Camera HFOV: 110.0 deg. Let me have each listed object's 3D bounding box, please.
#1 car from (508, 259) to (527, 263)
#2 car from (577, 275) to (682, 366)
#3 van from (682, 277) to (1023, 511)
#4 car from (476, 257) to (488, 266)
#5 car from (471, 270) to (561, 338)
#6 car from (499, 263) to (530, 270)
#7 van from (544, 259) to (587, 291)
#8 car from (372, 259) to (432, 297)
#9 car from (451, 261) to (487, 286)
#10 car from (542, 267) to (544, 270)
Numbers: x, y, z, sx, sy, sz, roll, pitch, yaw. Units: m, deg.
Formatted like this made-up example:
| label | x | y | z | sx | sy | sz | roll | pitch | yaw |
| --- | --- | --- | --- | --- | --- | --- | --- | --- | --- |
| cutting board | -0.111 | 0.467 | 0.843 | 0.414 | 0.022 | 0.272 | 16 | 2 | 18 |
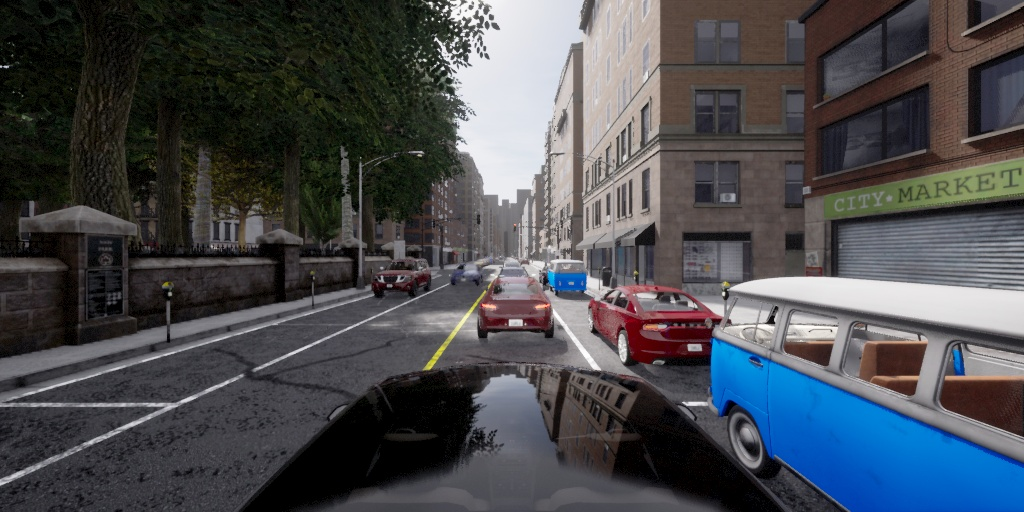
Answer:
| label | x | y | z | sx | sy | sz | roll | pitch | yaw |
| --- | --- | --- | --- | --- | --- | --- | --- | --- | --- |
| car | 0.004 | 1.242 | 29.355 | 1.837 | 1.490 | 4.892 | 0 | 0 | 0 |
| car | 2.857 | 1.294 | 7.831 | 1.888 | 1.381 | 4.507 | 0 | 0 | 0 |
| van | 2.856 | 1.091 | 2.170 | 1.690 | 1.789 | 3.998 | 0 | 0 | 0 |
| car | -5.667 | 1.230 | 62.631 | 1.751 | 1.417 | 4.829 | 0 | 0 | 0 |
| car | 0.095 | 1.275 | 10.032 | 1.812 | 1.442 | 4.674 | 0 | 0 | 0 |
| car | 0.097 | 1.292 | 19.611 | 2.033 | 1.411 | 5.357 | 0 | 0 | 1 |
| van | 2.857 | 1.086 | 19.152 | 1.690 | 1.789 | 3.998 | 0 | 0 | 0 |
| car | -5.668 | 1.060 | 19.112 | 2.192 | 1.841 | 5.009 | 0 | 0 | 0 |
| car | -3.044 | 1.266 | 25.036 | 1.812 | 1.442 | 4.674 | 0 | 0 | 1 |
| car | 2.857 | 1.307 | 24.812 | 1.948 | 1.339 | 4.313 | 0 | 0 | 0 |
